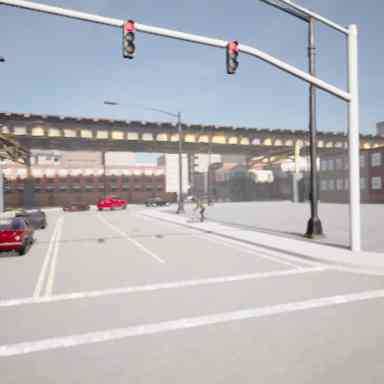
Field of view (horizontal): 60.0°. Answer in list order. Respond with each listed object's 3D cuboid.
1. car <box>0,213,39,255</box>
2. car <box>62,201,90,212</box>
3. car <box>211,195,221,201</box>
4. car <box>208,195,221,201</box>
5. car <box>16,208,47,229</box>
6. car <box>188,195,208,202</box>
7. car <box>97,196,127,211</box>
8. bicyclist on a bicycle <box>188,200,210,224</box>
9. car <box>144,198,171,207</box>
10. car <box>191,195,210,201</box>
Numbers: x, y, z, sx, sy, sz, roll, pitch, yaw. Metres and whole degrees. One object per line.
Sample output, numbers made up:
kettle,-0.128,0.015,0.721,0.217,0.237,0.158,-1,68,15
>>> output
car,-7.758,1.790,13.869,1.895,1.301,4.718,-1,0,-21
car,-15.389,1.944,44.245,1.994,1.385,4.181,-1,0,11
car,5.783,1.409,80.077,1.853,1.218,4.536,-1,0,11
car,5.776,1.567,80.026,2.038,1.542,4.974,-1,0,11
car,-11.263,1.830,23.283,1.994,1.385,4.181,-1,0,-20
car,2.171,1.628,80.983,4.974,1.542,2.038,-1,0,41
car,-11.133,1.537,46.538,2.150,2.045,5.566,-1,0,16
bicyclist on a bicycle,0.481,1.379,23.131,1.656,1.620,0.582,-1,0,-21
car,-5.758,1.740,55.830,4.902,1.511,2.128,-1,0,-45
car,2.128,1.471,81.017,4.536,1.218,1.853,-1,0,41
